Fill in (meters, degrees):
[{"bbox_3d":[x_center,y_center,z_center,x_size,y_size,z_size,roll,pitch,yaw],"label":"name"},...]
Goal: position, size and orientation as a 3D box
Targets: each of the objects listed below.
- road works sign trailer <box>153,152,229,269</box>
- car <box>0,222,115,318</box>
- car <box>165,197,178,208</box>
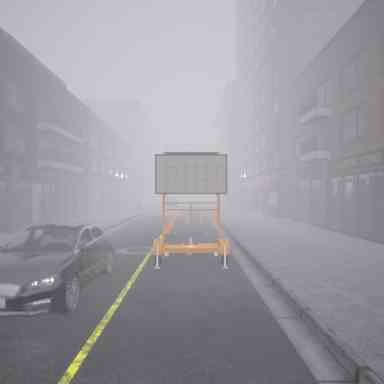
[{"bbox_3d":[-0.027,0.466,11.172,2.380,3.560,2.880,0,0,0],"label":"road works sign trailer"},{"bbox_3d":[-3.124,1.493,7.692,2.128,1.511,4.902,0,0,0],"label":"car"},{"bbox_3d":[-3.152,1.522,49.533,2.128,1.511,4.902,0,0,0],"label":"car"}]
